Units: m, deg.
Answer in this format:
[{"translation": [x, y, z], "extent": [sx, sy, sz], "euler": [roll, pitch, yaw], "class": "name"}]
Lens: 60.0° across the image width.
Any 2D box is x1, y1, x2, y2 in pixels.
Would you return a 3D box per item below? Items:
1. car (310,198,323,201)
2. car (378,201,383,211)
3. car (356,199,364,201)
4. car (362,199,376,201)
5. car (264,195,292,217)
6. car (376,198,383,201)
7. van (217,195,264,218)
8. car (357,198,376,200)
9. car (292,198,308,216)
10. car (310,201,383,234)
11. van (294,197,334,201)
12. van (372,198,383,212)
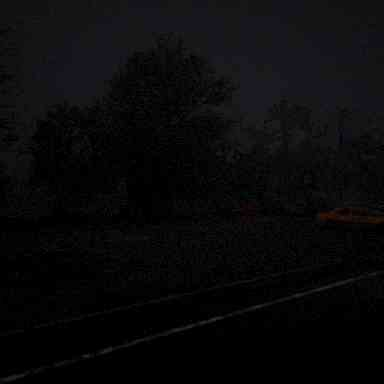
[{"translation": [11.151, 1.710, 36.270], "extent": [2.231, 1.521, 4.892], "euler": [2, -1, -35], "class": "car"}, {"translation": [31.445, 2.246, 50.743], "extent": [2.097, 1.535, 5.008], "euler": [2, -1, -35], "class": "car"}, {"translation": [17.815, 1.885, 41.020], "extent": [2.097, 1.535, 5.008], "euler": [2, -1, -35], "class": "car"}, {"translation": [20.173, 1.947, 42.700], "extent": [2.097, 1.535, 5.008], "euler": [2, -1, -35], "class": "car"}, {"translation": [6.627, 1.346, 33.089], "extent": [2.435, 2.045, 5.566], "euler": [1, -1, -35], "class": "car"}, {"translation": [16.293, 1.523, 23.920], "extent": [2.185, 1.767, 4.553], "euler": [2, -1, -35], "class": "car"}, {"translation": [4.220, 1.327, 31.483], "extent": [1.878, 1.987, 4.442], "euler": [1, -1, -35], "class": "van"}, {"translation": [22.429, 2.008, 44.306], "extent": [2.231, 1.521, 4.892], "euler": [2, -1, -35], "class": "car"}, {"translation": [9.001, 1.648, 34.519], "extent": [1.946, 1.575, 5.366], "euler": [1, -1, -35], "class": "car"}, {"translation": [9.643, 1.513, 18.916], "extent": [1.946, 1.575, 5.366], "euler": [1, -1, -35], "class": "car"}, {"translation": [13.339, 1.543, 37.980], "extent": [1.878, 1.987, 4.442], "euler": [2, -1, -35], "class": "van"}, {"translation": [29.264, 1.960, 49.039], "extent": [1.878, 1.987, 4.442], "euler": [2, -1, -35], "class": "van"}]
